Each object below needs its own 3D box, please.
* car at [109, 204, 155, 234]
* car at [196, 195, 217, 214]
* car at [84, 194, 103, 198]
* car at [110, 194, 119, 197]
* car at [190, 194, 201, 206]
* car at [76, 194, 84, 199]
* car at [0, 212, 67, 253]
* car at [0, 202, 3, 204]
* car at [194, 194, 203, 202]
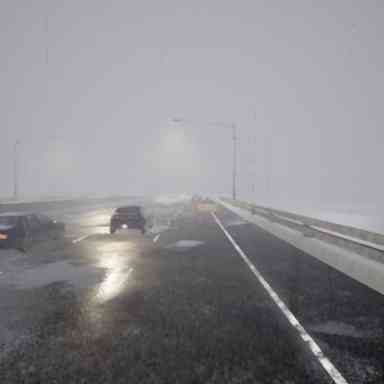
[{"bbox_3d":[-3.298,1.437,18.801,1.837,1.490,4.892,0,0,1],"label":"car"},{"bbox_3d":[1.537,1.348,33.416,1.801,1.575,5.366,0,0,1],"label":"car"},{"bbox_3d":[-19.694,1.142,67.945,2.097,1.767,4.553,0,0,2],"label":"car"},{"bbox_3d":[-16.147,1.292,69.053,1.837,1.490,4.892,0,0,2],"label":"car"},{"bbox_3d":[0.781,1.197,52.380,2.097,1.767,4.553,0,0,2],"label":"car"},{"bbox_3d":[-23.093,1.244,70.543,2.128,1.511,4.902,0,0,2],"label":"car"},{"bbox_3d":[-6.850,1.494,13.385,2.033,1.411,5.357,0,0,0],"label":"car"},{"bbox_3d":[-17.370,1.422,27.883,1.812,1.442,4.674,0,0,1],"label":"car"},{"bbox_3d":[1.331,1.213,68.469,1.812,1.442,4.674,0,0,2],"label":"car"}]
